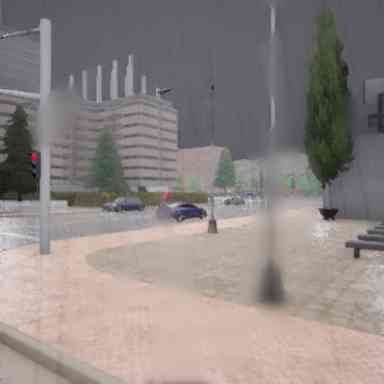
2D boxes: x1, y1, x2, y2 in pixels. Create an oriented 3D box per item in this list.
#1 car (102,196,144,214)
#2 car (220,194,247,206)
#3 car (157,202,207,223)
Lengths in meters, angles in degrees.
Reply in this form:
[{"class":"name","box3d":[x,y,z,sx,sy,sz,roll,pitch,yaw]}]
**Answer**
[{"class":"car","box3d":[-7.122,1.258,34.684,2.097,1.767,4.553,0,0,36]},{"class":"car","box3d":[6.836,1.478,53.557,1.994,1.385,4.181,0,0,37]},{"class":"car","box3d":[-0.724,1.472,25.368,1.812,1.442,4.674,0,0,37]}]
